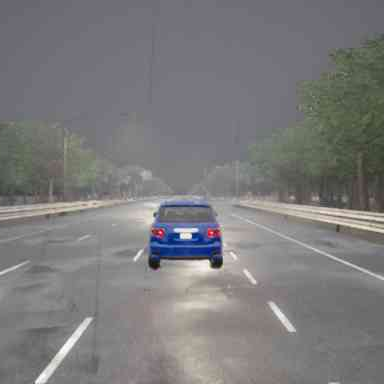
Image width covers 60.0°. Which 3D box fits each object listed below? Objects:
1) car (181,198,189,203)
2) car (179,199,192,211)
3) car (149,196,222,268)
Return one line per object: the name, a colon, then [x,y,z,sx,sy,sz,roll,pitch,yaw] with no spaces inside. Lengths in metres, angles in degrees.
car: [-1.652,2.107,82.855,1.994,1.385,4.181,0,0,-1]
car: [-0.943,1.826,47.596,1.837,1.490,4.892,0,0,-1]
car: [-0.218,1.302,11.697,2.150,2.045,5.566,0,0,-1]
